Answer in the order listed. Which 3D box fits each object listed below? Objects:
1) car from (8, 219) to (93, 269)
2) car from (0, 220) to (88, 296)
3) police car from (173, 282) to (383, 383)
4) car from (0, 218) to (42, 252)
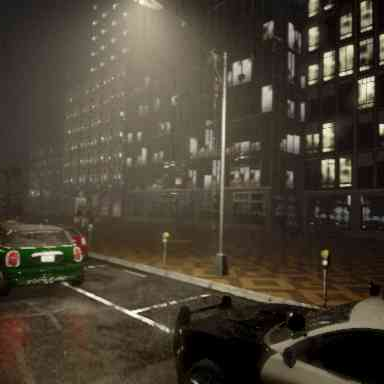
[{"bbox_3d":[-6.045,2.010,13.948,1.967,1.590,4.097,4,-4,-43],"label":"car"},{"bbox_3d":[-5.012,1.751,10.035,2.097,1.767,4.553,4,-4,-40],"label":"car"},{"bbox_3d":[1.846,1.629,2.891,1.930,1.638,5.238,4,-4,-43],"label":"police car"},{"bbox_3d":[-9.935,2.213,18.106,1.752,1.417,4.829,4,-4,-43],"label":"car"}]
